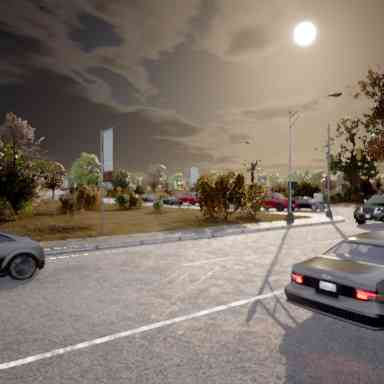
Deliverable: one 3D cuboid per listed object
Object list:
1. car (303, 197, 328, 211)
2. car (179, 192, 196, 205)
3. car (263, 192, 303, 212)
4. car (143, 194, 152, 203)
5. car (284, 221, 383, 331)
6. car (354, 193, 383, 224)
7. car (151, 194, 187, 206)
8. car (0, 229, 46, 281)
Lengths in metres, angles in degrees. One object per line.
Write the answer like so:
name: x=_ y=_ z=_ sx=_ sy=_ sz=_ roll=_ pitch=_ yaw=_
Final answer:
car: x=12.629 y=1.301 z=36.986 sx=2.128 sy=1.511 sz=4.902 roll=-1 pitch=0 yaw=-39
car: x=-0.122 y=1.039 z=52.774 sx=2.150 sy=2.045 sz=5.566 roll=-1 pitch=0 yaw=-39
car: x=8.750 y=1.056 z=36.252 sx=2.150 sy=2.045 sz=5.566 roll=-1 pitch=0 yaw=-37
car: x=-7.836 y=1.173 z=62.431 sx=2.097 sy=1.767 sz=4.553 roll=-1 pitch=0 yaw=-38
car: x=4.176 y=1.527 z=6.745 sx=5.357 sy=1.411 sz=2.033 roll=0 pitch=0 yaw=-36
car: x=12.966 y=1.091 z=21.938 sx=5.566 sy=2.045 sz=2.150 roll=-1 pitch=0 yaw=-36
car: x=-3.605 y=1.390 z=51.518 sx=2.033 sy=1.411 sz=5.357 roll=-1 pitch=0 yaw=-39
car: x=-5.951 y=1.565 z=8.341 sx=4.181 sy=1.385 sz=1.994 roll=0 pitch=0 yaw=-36
